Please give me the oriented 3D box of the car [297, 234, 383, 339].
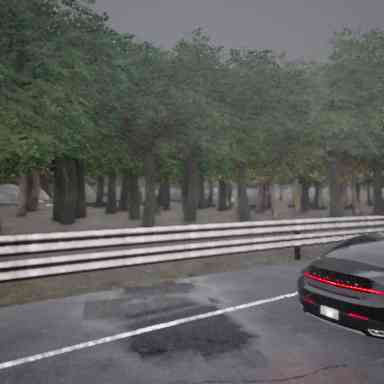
[{"bbox_3d":[4.081,1.548,6.214,4.892,1.490,1.837,0,0,-32],"label":"car"}]
